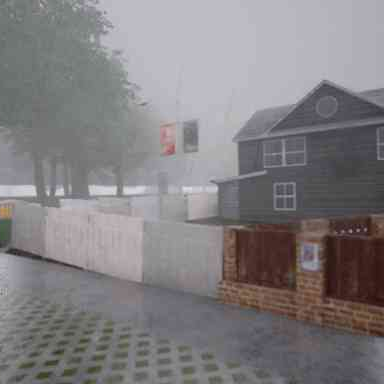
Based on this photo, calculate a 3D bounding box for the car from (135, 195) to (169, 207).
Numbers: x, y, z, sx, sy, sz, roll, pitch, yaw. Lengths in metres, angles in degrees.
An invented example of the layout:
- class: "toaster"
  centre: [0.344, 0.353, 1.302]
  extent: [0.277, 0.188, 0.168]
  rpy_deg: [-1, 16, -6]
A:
- class: "car"
  centre: [-5.120, 1.170, 42.613]
  extent: [1.994, 1.385, 4.181]
  rpy_deg: [-2, 0, 36]

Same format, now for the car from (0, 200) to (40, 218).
- class: "car"
  centre: [-13.884, 1.356, 24.755]
  extent: [1.882, 1.535, 5.008]
  rpy_deg: [-2, 0, 35]

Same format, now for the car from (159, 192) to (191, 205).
- class: "car"
  centre: [-1.594, 0.853, 41.964]
  extent: [2.097, 1.767, 4.553]
  rpy_deg: [-2, 0, 36]
